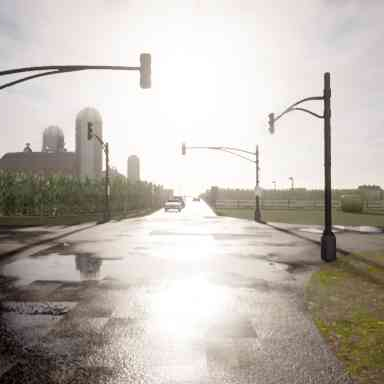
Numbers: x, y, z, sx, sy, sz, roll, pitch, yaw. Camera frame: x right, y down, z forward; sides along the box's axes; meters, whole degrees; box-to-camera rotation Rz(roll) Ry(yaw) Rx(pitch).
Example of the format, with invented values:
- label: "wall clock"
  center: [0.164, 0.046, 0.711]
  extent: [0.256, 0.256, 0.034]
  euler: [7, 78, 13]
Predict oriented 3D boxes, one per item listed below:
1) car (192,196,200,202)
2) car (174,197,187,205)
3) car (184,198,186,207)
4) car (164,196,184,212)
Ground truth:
- label: "car"
  center: [1.023, 1.726, 80.219]
  extent: [1.895, 1.301, 4.718]
  euler: [0, 0, 1]
- label: "car"
  center: [-2.004, 1.622, 60.134]
  extent: [2.033, 1.411, 5.357]
  euler: [0, 0, 1]
- label: "car"
  center: [-2.130, 1.407, 49.953]
  extent: [2.097, 1.767, 4.553]
  euler: [0, 0, 1]
- label: "car"
  center: [-2.233, 1.565, 40.126]
  extent: [1.812, 1.442, 4.674]
  euler: [0, 0, 1]
